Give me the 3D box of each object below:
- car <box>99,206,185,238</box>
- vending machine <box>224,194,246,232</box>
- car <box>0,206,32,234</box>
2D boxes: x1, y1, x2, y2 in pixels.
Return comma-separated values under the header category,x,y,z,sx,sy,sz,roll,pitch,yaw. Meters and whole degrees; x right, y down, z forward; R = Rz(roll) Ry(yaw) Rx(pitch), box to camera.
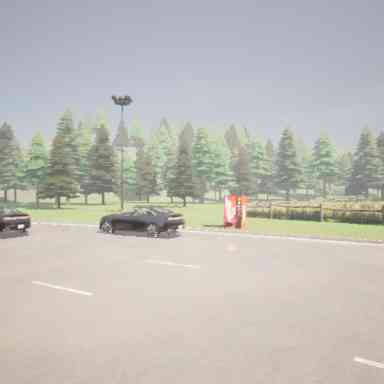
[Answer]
category,x,y,z,sx,sy,sz,roll,pitch,yaw
car,-2.679,1.492,17.486,4.902,1.511,2.128,0,0,28
vending machine,2.522,1.195,19.369,0.880,2.100,1.100,0,0,30
car,-10.692,1.491,17.485,4.902,1.511,2.128,0,0,24
